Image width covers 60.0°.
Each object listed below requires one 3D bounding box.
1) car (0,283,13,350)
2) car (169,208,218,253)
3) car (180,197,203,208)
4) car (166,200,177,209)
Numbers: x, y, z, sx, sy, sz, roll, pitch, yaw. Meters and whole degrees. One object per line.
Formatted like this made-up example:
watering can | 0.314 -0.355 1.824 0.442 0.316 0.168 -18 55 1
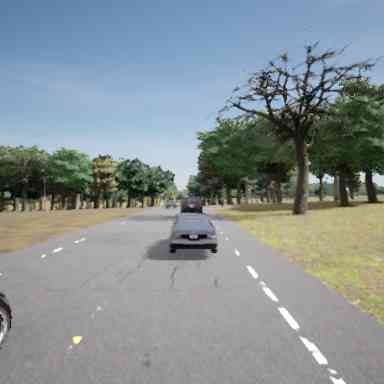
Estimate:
car | -3.610 1.570 3.151 1.994 1.385 4.181 0 0 0
car | 0.051 1.593 13.904 2.033 1.411 5.357 0 0 0
car | -0.025 1.488 33.580 2.150 2.045 5.566 0 -1 0
car | -3.717 2.327 61.282 1.837 1.490 4.892 0 -2 -2
